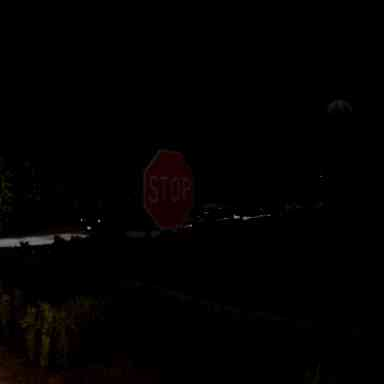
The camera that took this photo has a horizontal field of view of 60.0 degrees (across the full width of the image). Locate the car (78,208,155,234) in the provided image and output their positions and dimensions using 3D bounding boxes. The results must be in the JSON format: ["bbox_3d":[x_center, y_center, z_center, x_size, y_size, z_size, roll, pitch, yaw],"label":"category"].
[{"bbox_3d":[-4.075,1.580,19.089,1.895,1.301,4.718,0,-1,36],"label":"car"}]

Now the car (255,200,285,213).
[{"bbox_3d":[8.639,1.613,36.694,2.128,1.511,4.902,0,0,36],"label":"car"}]

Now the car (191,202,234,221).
[{"bbox_3d":[1.783,1.588,27.224,1.812,1.442,4.674,0,-1,36],"label":"car"}]
